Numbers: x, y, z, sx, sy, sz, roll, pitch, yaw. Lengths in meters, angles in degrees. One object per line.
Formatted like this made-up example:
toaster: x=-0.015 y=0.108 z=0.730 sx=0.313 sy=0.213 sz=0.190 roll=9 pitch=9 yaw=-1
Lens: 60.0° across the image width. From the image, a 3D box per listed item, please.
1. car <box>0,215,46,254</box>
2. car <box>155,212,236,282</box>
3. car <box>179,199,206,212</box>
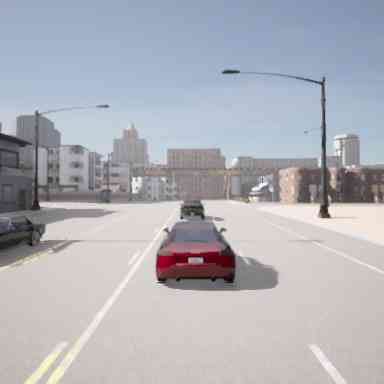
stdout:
car: x=-7.117 y=1.535 z=11.900 sx=1.895 sy=1.301 sz=4.718 roll=0 pitch=1 yaw=0
car: x=0.076 y=1.519 z=9.639 sx=1.994 sy=1.385 sz=4.181 roll=0 pitch=1 yaw=0
car: x=0.028 y=1.311 z=26.452 sx=1.837 sy=1.490 sz=4.892 roll=0 pitch=0 yaw=0
